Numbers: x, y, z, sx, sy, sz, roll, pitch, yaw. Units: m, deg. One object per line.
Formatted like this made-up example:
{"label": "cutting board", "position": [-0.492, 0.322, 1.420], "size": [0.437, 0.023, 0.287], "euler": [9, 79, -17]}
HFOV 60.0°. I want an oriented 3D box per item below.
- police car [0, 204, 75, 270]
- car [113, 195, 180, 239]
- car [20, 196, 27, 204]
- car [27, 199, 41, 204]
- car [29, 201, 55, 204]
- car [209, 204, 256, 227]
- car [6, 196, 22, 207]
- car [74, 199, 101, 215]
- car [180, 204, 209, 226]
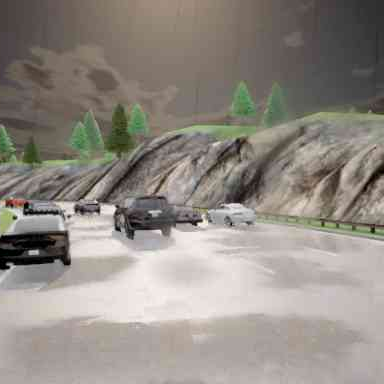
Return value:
{"label": "police car", "position": [-5.137, 1.424, 11.360], "size": [1.930, 1.638, 5.238], "euler": [0, 0, -20]}
{"label": "car", "position": [-2.732, 1.213, 17.744], "size": [2.150, 2.045, 5.566], "euler": [0, -1, -23]}
{"label": "car", "position": [-19.256, 1.560, 40.654], "size": [1.994, 1.385, 4.181], "euler": [0, 0, -36]}
{"label": "car", "position": [-11.026, 1.476, 24.842], "size": [1.882, 1.535, 5.008], "euler": [0, 0, -27]}
{"label": "car", "position": [-8.614, 1.504, 19.831], "size": [1.837, 1.490, 4.892], "euler": [0, 0, -24]}
{"label": "car", "position": [2.616, 1.523, 22.949], "size": [1.812, 1.442, 4.674], "euler": [0, 0, -24]}
{"label": "car", "position": [-26.441, 1.347, 50.032], "size": [2.097, 1.767, 4.553], "euler": [0, 0, -39]}
{"label": "car", "position": [-10.607, 1.487, 33.488], "size": [2.128, 1.511, 4.902], "euler": [0, 0, -30]}
{"label": "car", "position": [-1.122, 1.545, 22.858], "size": [2.033, 1.411, 5.357], "euler": [0, 0, -24]}
